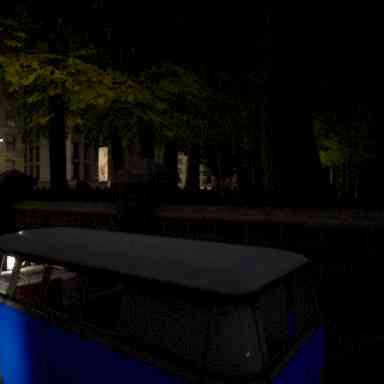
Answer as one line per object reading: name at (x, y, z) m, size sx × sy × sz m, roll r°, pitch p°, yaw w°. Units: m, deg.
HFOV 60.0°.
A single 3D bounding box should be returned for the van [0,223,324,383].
van at (-0.749, 1.340, 3.395) m, size 3.998 × 1.788 × 1.690 m, roll 0°, pitch 0°, yaw 36°
